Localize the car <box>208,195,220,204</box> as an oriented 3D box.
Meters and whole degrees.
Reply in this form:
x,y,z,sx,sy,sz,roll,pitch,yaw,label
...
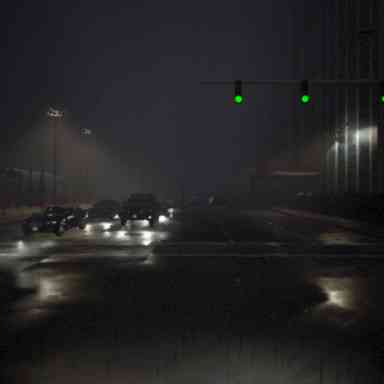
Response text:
x,y,z,sx,sy,sz,roll,pitch,yaw,label
3.938,1.288,59.920,1.812,1.442,4.674,0,0,1,car

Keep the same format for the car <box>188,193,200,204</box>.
x,y,z,sx,sy,sz,roll,pitch,yaw,label
0.442,1.113,60.233,2.097,1.767,4.553,0,0,1,car

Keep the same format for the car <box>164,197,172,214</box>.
x,y,z,sx,sy,sz,roll,pitch,yaw,label
-3.413,1.469,33.327,1.895,1.301,4.718,0,0,1,car

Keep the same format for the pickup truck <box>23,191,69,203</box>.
x,y,z,sx,sy,sz,roll,pitch,yaw,label
-19.827,0.880,45.218,2.390,2.098,6.274,0,0,31,pickup truck

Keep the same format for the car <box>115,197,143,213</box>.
x,y,z,sx,sy,sz,roll,pitch,yaw,label
-6.883,1.346,36.665,2.128,1.511,4.902,0,0,1,car

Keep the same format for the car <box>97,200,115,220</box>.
x,y,z,sx,sy,sz,roll,pitch,yaw,label
-6.980,1.370,27.117,1.882,1.535,5.008,0,0,1,car

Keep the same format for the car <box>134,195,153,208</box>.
x,y,z,sx,sy,sz,roll,pitch,yaw,label
-6.750,1.293,46.616,1.882,1.535,5.008,0,0,1,car

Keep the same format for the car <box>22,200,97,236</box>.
x,y,z,sx,sy,sz,roll,pitch,yaw,label
-7.143,1.421,17.816,2.128,1.511,4.902,0,0,3,car

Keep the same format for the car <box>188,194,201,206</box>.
x,y,z,sx,sy,sz,roll,pitch,yaw,label
0.443,1.402,50.085,1.895,1.301,4.718,0,0,1,car

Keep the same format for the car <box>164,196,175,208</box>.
x,y,z,sx,sy,sz,roll,pitch,yaw,label
-3.294,1.304,43.765,1.882,1.535,5.008,0,0,1,car

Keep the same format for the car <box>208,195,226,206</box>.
x,y,z,sx,sy,sz,roll,pitch,yaw,label
3.936,1.295,49.534,2.128,1.511,4.902,0,0,1,car

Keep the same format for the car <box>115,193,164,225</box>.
x,y,z,sx,sy,sz,roll,pitch,yaw,label
-3.515,1.129,23.378,2.150,2.045,5.566,0,0,1,car
